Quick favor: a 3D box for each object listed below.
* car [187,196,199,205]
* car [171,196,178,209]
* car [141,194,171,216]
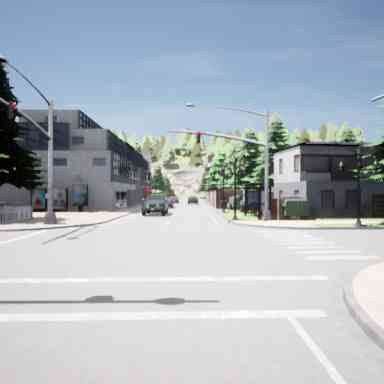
[{"bbox_3d":[0.185,1.477,59.556,1.837,1.490,4.892,0,0,0],"label":"car"},{"bbox_3d":[-3.530,1.470,46.141,2.128,1.511,4.902,0,0,0],"label":"car"},{"bbox_3d":[-3.555,1.206,32.699,2.150,2.045,5.566,0,0,0],"label":"car"}]
